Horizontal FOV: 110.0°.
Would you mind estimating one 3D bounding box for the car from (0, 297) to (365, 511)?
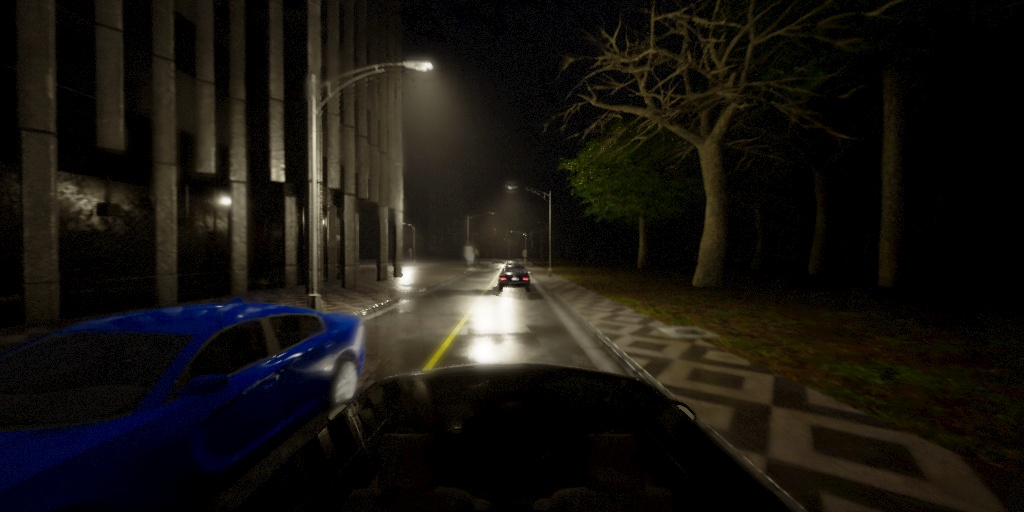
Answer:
[{"bbox_3d":[-3.068,1.228,3.181,1.882,1.535,5.008,0,0,0],"label":"car"}]

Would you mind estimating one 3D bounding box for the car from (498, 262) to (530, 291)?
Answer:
[{"bbox_3d":[0.126,1.271,21.682,2.033,1.411,5.357,0,0,0],"label":"car"}]

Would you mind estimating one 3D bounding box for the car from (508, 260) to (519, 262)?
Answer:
[{"bbox_3d":[0.157,1.206,44.991,2.033,1.411,5.357,0,0,0],"label":"car"}]
